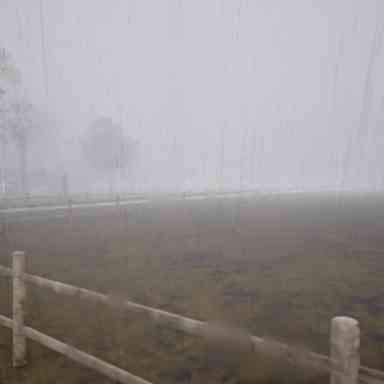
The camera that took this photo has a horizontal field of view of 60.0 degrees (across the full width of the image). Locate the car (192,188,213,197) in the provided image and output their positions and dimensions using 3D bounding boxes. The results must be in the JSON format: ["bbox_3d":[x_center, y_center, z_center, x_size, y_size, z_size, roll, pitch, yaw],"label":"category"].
[{"bbox_3d":[1.929,0.065,58.497,2.128,1.511,4.902,-1,1,35],"label":"car"}]
